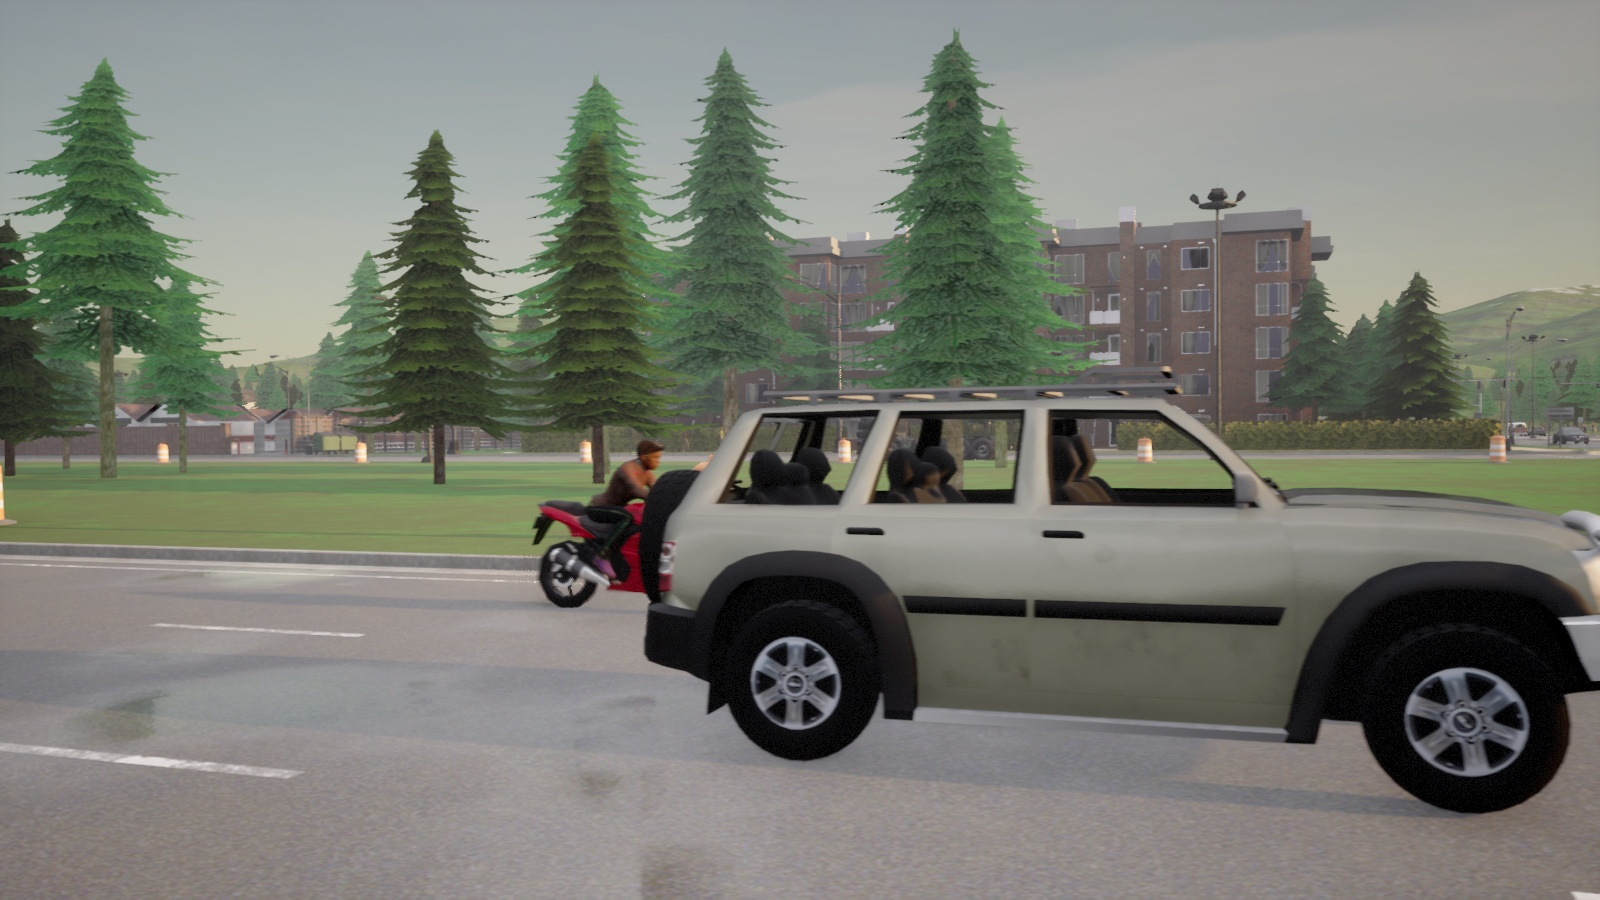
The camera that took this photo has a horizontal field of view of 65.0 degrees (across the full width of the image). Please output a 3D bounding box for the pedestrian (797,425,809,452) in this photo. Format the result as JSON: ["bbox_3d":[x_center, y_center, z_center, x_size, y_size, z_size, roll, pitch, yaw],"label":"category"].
[{"bbox_3d":[0.206,-0.794,87.095,0.726,1.835,0.370,0,1,20],"label":"pedestrian"}]

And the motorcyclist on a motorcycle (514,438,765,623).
[{"bbox_3d":[-1.405,0.655,11.050,2.044,1.523,0.797,0,1,19],"label":"motorcyclist on a motorcycle"}]

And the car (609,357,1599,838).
[{"bbox_3d":[1.558,0.554,6.357,4.605,1.855,1.932,0,1,18],"label":"car"}]
